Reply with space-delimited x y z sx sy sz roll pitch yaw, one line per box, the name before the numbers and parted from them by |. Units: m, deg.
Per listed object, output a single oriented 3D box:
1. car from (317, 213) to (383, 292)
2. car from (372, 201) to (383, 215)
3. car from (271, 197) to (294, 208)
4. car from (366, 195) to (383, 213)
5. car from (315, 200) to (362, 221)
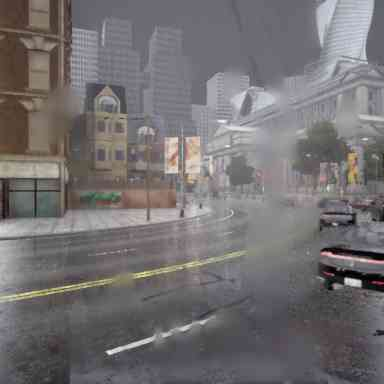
car | 4.725 1.487 7.982 2.128 1.511 4.902 0 0 45
car | 19.580 1.577 32.800 1.895 1.301 4.718 0 0 11
car | 12.848 1.457 47.363 2.128 1.511 4.902 0 0 -7
car | 13.641 1.206 22.600 2.150 2.045 5.566 0 0 20
car | 8.603 1.479 19.546 2.128 1.511 4.902 0 0 27
